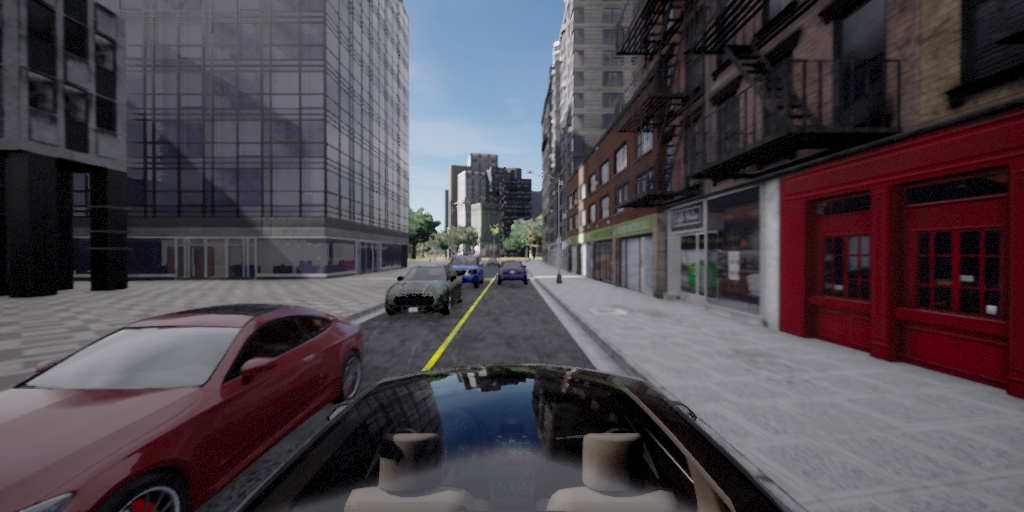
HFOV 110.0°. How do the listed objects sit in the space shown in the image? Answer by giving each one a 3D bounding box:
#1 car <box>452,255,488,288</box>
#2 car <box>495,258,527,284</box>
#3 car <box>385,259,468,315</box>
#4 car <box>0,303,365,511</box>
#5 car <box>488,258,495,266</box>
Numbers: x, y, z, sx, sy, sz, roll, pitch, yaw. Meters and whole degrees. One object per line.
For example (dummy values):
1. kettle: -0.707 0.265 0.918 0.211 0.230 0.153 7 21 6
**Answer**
1. car: -3.114 0.972 24.214 2.150 2.045 5.566 0 0 0
2. car: 0.033 1.095 26.842 2.097 1.767 4.553 0 0 0
3. car: -3.123 1.108 13.594 2.097 1.767 4.553 0 0 0
4. car: -3.084 1.281 3.641 1.812 1.442 4.674 0 0 0
5. car: -3.200 1.060 61.267 1.994 1.385 4.181 0 1 0
